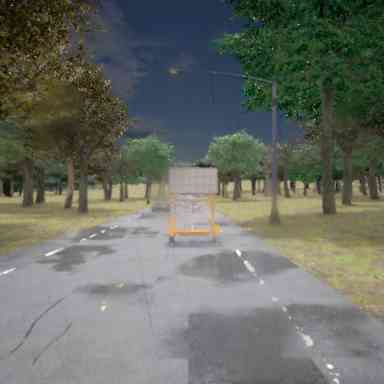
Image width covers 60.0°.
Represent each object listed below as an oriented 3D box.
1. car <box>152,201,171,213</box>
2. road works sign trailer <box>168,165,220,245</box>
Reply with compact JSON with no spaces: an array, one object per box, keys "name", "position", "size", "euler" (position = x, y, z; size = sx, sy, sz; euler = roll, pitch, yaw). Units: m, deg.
[{"name":"car","position":[-3.589,1.776,39.605],"size":[1.994,1.385,4.181],"euler":[0,0,0]},{"name":"road works sign trailer","position":[0.067,0.528,15.884],"size":[2.380,3.560,2.880],"euler":[0,0,-2]}]
